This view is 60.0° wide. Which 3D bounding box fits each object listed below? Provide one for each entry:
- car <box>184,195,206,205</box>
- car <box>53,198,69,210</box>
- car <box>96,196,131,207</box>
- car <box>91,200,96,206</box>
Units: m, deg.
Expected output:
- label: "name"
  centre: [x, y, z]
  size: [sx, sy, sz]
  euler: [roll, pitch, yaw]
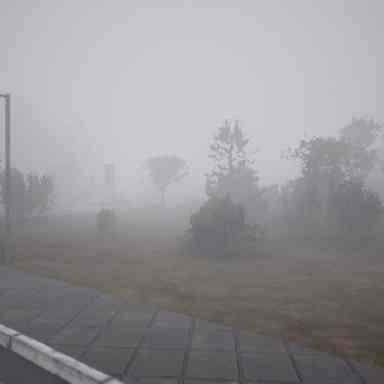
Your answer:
- label: "car"
  centre: [0.822, 1.284, 52.764]
  size: [2.128, 1.511, 4.902]
  euler: [0, 1, 38]
- label: "car"
  centre: [-17.685, 1.484, 41.197]
  size: [2.128, 1.511, 4.902]
  euler: [0, 0, 39]
- label: "car"
  centre: [-11.215, 1.529, 49.217]
  size: [1.895, 1.301, 4.718]
  euler: [0, 1, 39]
- label: "car"
  centre: [-13.413, 1.397, 52.063]
  size: [1.882, 1.535, 5.008]
  euler: [0, 1, 39]
